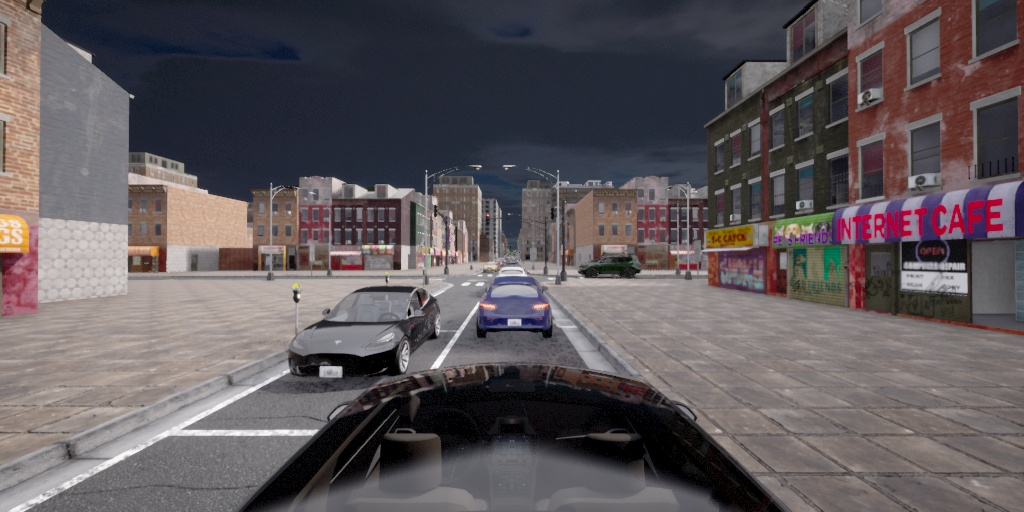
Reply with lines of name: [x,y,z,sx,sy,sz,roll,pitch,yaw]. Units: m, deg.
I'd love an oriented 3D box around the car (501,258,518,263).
car: [-0.015,1.294,48.333,2.128,1.511,4.902,0,0,1]

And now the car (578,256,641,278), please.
car: [8.987,0.984,33.105,5.566,2.045,2.150,0,0,3]

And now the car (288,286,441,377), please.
car: [-2.645,1.316,7.402,1.948,1.339,4.313,0,0,0]

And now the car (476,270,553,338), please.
car: [0.068,1.278,10.082,1.812,1.442,4.674,0,0,0]

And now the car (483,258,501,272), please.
car: [-2.690,1.321,45.000,1.751,1.417,4.829,0,0,0]

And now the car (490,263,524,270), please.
car: [-0.003,1.284,19.216,1.812,1.442,4.674,0,0,0]
